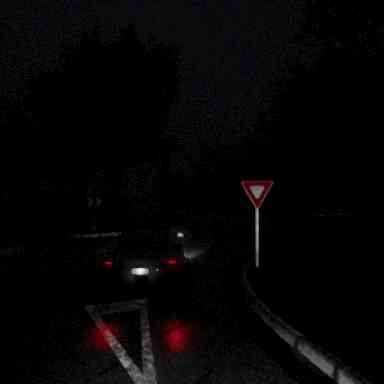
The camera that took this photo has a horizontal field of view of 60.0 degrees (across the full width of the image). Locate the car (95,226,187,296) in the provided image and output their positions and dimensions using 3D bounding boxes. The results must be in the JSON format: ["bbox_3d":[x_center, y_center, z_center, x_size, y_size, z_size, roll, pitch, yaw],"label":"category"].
[{"bbox_3d":[-1.159,1.566,8.688,1.994,1.385,4.181,0,0,-3],"label":"car"}]

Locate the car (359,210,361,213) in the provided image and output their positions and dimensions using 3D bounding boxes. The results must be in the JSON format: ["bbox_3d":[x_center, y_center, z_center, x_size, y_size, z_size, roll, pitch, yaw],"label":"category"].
[{"bbox_3d":[19.527,1.480,34.630,4.902,1.511,2.128,0,0,-18],"label":"car"}]
